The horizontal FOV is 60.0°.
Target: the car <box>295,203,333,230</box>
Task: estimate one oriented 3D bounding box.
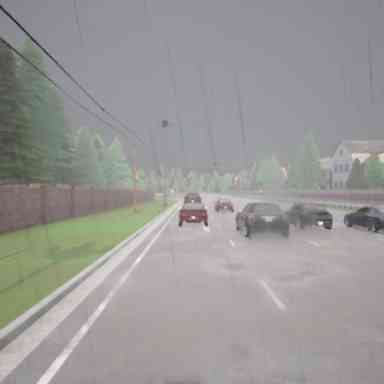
[{"bbox_3d":[7.094,1.469,20.775,1.837,1.490,4.892,0,0,0],"label":"car"}]

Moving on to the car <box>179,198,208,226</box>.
[{"bbox_3d":[0.091,1.438,23.297,1.882,1.535,5.008,0,0,0],"label":"car"}]

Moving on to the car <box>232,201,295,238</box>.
[{"bbox_3d":[3.593,1.322,17.691,2.097,1.767,4.553,0,0,0],"label":"car"}]

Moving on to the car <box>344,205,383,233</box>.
[{"bbox_3d":[10.580,1.493,19.185,1.812,1.442,4.674,0,0,0],"label":"car"}]

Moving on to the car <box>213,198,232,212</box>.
[{"bbox_3d":[3.574,1.461,37.738,1.812,1.442,4.674,0,0,0],"label":"car"}]

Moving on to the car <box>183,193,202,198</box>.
[{"bbox_3d":[0.086,1.151,41.432,2.150,2.045,5.566,0,0,0],"label":"car"}]
